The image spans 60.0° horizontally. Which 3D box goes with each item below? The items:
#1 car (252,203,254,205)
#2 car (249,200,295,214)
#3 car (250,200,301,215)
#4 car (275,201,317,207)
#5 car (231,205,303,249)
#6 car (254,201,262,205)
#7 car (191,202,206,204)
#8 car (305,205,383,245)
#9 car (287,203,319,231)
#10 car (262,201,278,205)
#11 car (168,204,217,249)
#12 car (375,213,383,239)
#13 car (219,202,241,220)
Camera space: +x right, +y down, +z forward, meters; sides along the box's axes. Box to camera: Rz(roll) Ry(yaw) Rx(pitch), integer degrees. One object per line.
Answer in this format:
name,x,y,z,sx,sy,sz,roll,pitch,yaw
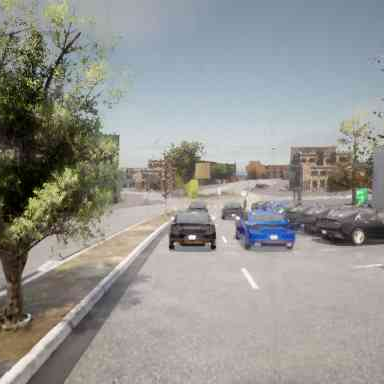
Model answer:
car,8.849,1.716,33.091,4.674,1.452,2.002,1,0,-15
car,9.343,1.765,38.995,4.792,1.488,2.163,1,-1,-15
car,9.059,1.705,36.042,4.892,1.521,2.231,1,-1,-15
car,8.239,1.574,21.301,4.892,1.521,2.231,1,-1,-18
car,3.043,1.528,14.666,1.882,1.535,5.008,0,0,1
car,8.650,1.647,30.148,5.008,1.535,2.097,1,-1,-16
car,0.571,1.652,29.794,1.837,1.490,4.892,0,0,3
car,8.102,1.532,15.388,4.892,1.521,2.231,1,-1,-19
car,8.158,1.552,18.346,4.892,1.521,2.231,1,-1,-18
car,8.525,1.497,27.208,4.553,1.767,2.185,1,0,-17
car,0.043,1.526,14.703,1.882,1.535,5.008,0,0,1
car,8.076,1.497,9.475,5.008,1.535,2.097,1,0,-20
car,3.566,1.662,29.620,1.837,1.490,4.892,0,-1,3
